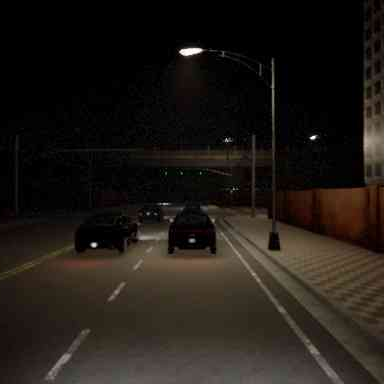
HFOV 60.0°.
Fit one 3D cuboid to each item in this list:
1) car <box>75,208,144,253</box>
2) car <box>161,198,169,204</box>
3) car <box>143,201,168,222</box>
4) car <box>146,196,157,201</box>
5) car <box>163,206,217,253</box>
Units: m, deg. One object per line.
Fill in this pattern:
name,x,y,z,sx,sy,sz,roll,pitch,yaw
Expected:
car,-3.488,1.641,14.300,1.837,1.490,4.892,0,0,0
car,-6.961,2.355,86.556,1.994,1.385,4.181,0,-1,0
car,-3.491,1.817,28.989,2.033,1.411,5.357,0,0,0
car,-10.461,2.027,86.531,2.150,2.045,5.566,0,-1,0
car,0.014,1.613,14.473,1.882,1.535,5.008,0,0,0
